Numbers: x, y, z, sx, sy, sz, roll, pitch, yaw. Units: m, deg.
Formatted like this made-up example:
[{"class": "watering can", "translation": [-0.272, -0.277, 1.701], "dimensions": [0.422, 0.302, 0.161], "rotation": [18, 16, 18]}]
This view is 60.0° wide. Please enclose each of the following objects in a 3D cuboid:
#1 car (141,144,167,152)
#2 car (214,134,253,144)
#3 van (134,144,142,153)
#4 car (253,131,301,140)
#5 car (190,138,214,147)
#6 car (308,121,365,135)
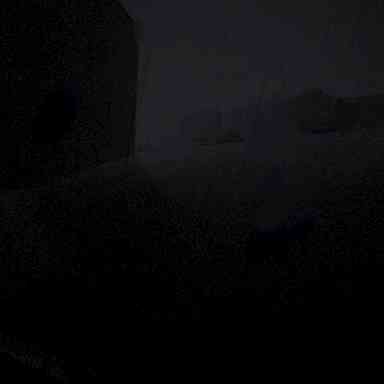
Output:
[{"class": "car", "translation": [-4.873, -6.066, 48.821], "dimensions": [2.231, 1.521, 4.892], "rotation": [1, 2, -37]}, {"class": "car", "translation": [4.993, -5.403, 35.565], "dimensions": [2.185, 1.767, 4.553], "rotation": [1, 2, -37]}, {"class": "van", "translation": [-8.082, -6.542, 53.141], "dimensions": [1.878, 1.987, 4.442], "rotation": [1, 2, -37]}, {"class": "car", "translation": [8.370, -4.958, 31.021], "dimensions": [2.002, 1.452, 4.674], "rotation": [1, 2, -37]}, {"class": "car", "translation": [1.702, -5.670, 39.989], "dimensions": [2.185, 1.767, 4.553], "rotation": [1, 2, -37]}, {"class": "car", "translation": [11.652, -4.853, 26.614], "dimensions": [2.185, 1.767, 4.553], "rotation": [1, 2, -37]}]
